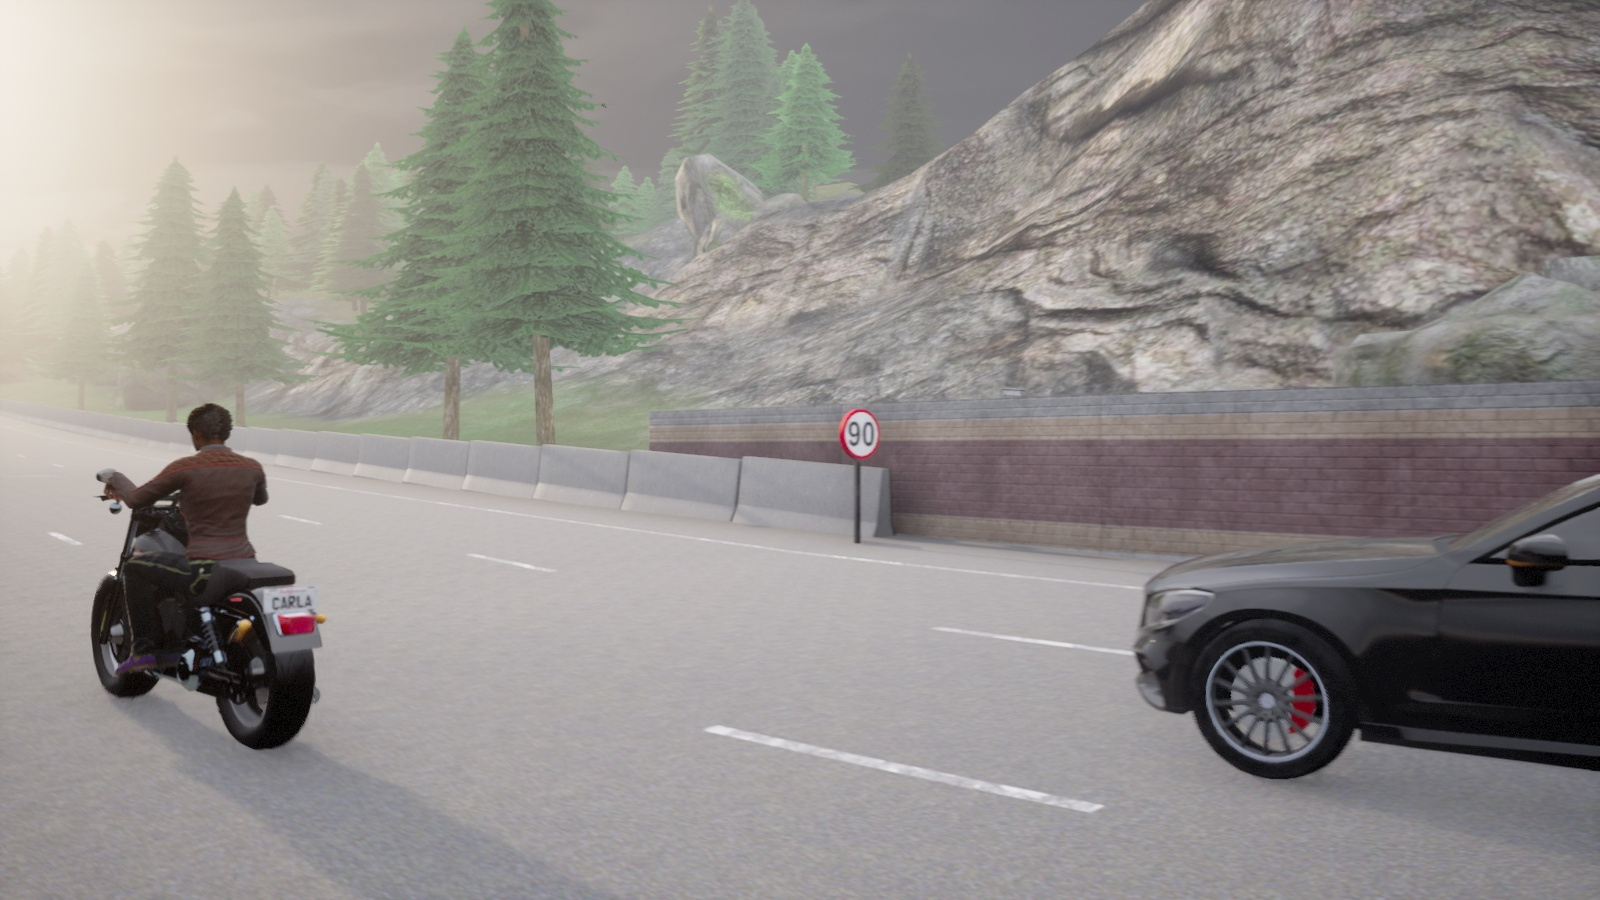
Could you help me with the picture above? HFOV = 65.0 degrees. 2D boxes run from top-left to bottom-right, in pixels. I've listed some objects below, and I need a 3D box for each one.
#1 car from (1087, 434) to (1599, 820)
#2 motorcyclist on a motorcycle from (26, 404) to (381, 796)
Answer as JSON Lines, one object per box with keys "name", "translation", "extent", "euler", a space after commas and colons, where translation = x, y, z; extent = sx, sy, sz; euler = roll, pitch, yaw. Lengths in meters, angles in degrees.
{"name": "car", "translation": [3.785, 0.657, 5.293], "extent": [4.674, 1.442, 1.812], "euler": [0, 1, 34]}
{"name": "motorcyclist on a motorcycle", "translation": [-3.091, 0.631, 6.357], "extent": [2.350, 1.649, 0.766], "euler": [0, 0, 42]}
